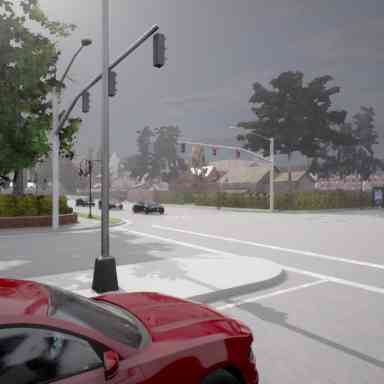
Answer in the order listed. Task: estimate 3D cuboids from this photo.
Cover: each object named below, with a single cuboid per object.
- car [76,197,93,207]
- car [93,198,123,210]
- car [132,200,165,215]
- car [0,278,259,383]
[{"bbox_3d":[-16.192,1.490,50.461,2.128,1.511,4.902,0,0,-36],"label":"car"},{"bbox_3d":[-10.466,1.492,42.552,2.128,1.511,4.902,0,0,-36],"label":"car"},{"bbox_3d":[-4.550,1.564,34.394,1.994,1.385,4.181,0,0,-36],"label":"car"},{"bbox_3d":[-1.637,1.478,2.600,5.008,1.535,1.882,0,0,-35],"label":"car"}]
